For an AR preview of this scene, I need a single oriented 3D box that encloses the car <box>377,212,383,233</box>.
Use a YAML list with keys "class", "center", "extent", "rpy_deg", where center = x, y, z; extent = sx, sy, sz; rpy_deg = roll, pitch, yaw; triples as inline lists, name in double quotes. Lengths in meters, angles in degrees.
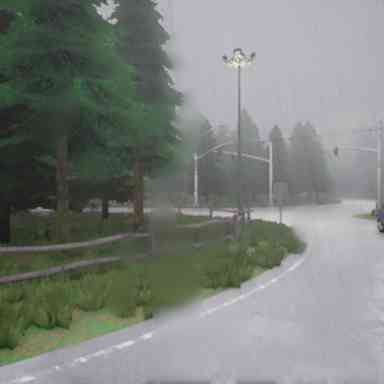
- class: "car"
  center: [10.277, 1.208, 15.438]
  extent: [2.097, 1.767, 4.553]
  rpy_deg: [0, 0, 15]
